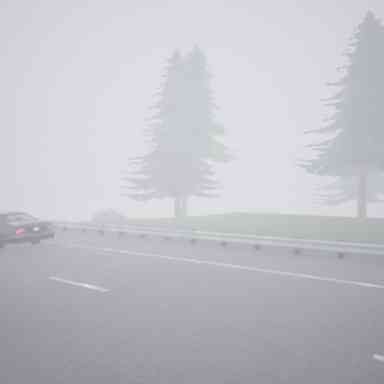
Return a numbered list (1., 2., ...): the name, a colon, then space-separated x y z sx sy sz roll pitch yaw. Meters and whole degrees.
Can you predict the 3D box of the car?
1. car: -8.128 1.474 13.858 5.357 1.411 2.033 0 1 29
